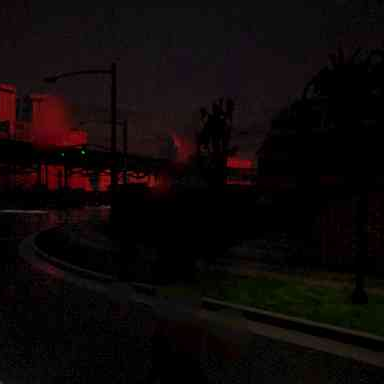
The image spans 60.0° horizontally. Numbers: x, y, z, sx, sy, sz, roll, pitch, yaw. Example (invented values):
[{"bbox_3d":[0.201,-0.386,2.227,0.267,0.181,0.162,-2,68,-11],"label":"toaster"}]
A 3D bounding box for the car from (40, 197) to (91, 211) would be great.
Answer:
[{"bbox_3d":[-14.908,1.364,39.579,1.837,1.490,4.892,0,1,37],"label":"car"}]

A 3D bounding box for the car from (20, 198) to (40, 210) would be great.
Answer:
[{"bbox_3d":[-18.475,1.403,40.665,1.812,1.442,4.674,0,1,37],"label":"car"}]

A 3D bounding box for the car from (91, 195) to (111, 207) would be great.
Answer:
[{"bbox_3d":[-12.958,1.260,47.970,2.128,1.511,4.902,0,1,37],"label":"car"}]
